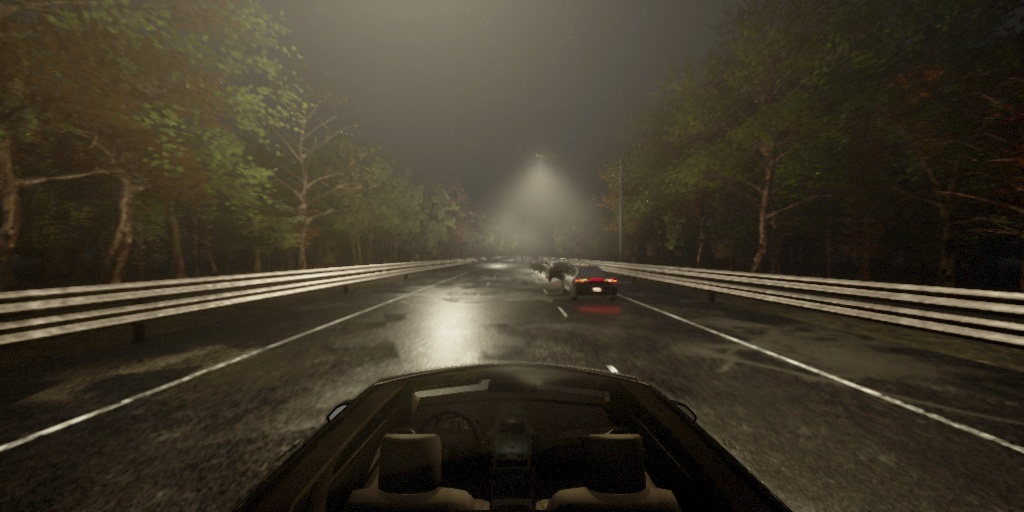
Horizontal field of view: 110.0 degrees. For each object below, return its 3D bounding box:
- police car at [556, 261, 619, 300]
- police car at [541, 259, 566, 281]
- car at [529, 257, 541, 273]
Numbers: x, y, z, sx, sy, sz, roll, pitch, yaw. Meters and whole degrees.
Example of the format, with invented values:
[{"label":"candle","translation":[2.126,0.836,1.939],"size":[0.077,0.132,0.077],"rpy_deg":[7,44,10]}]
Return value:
[{"label":"police car","translation":[3.556,1.200,17.368],"size":[2.038,1.542,4.974],"rpy_deg":[0,0,0]},{"label":"police car","translation":[3.665,1.076,28.432],"size":[1.930,1.638,5.238],"rpy_deg":[0,0,1]},{"label":"car","translation":[3.417,1.095,40.056],"size":[2.128,1.511,4.902],"rpy_deg":[0,0,-13]}]
